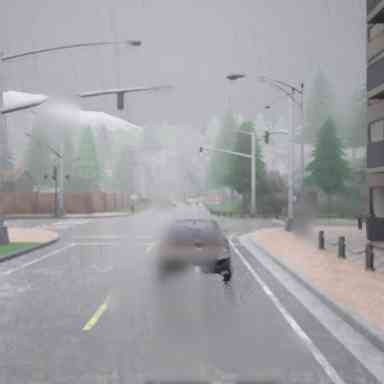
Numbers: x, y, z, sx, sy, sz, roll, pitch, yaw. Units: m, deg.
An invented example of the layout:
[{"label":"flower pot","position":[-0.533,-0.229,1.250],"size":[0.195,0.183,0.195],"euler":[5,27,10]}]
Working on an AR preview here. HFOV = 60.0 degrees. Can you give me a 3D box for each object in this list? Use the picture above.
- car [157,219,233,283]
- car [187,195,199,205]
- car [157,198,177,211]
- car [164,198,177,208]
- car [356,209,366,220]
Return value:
[{"label":"car","position":[0.071,1.543,9.818],"size":[2.128,1.511,4.902],"euler":[0,0,0]},{"label":"car","position":[0.120,1.573,67.347],"size":[2.150,2.045,5.566],"euler":[0,0,0]},{"label":"car","position":[-3.577,1.727,45.145],"size":[2.128,1.511,4.902],"euler":[0,0,0]},{"label":"car","position":[-3.563,1.814,55.246],"size":[1.812,1.442,4.674],"euler":[0,0,0]},{"label":"car","position":[16.311,1.665,27.788],"size":[4.892,1.490,1.837],"euler":[0,0,-1]}]
